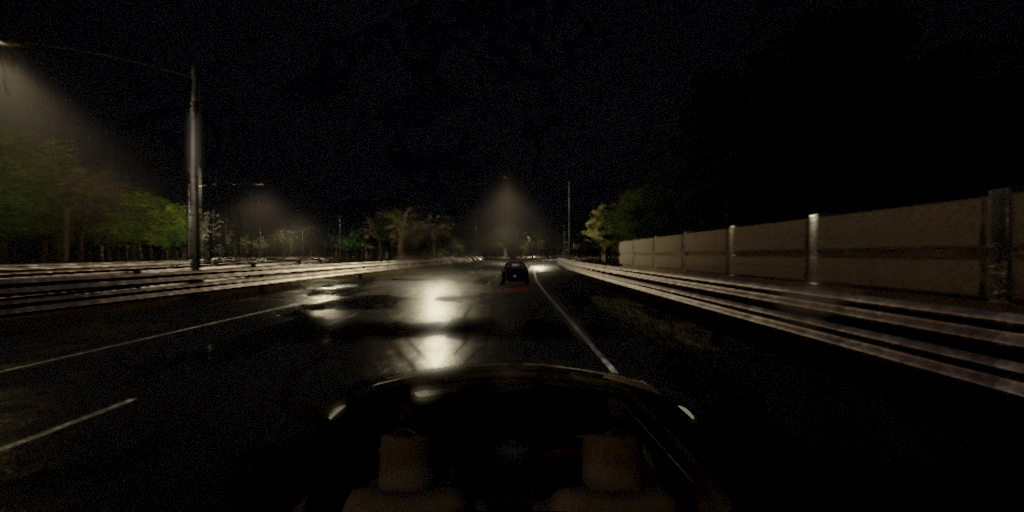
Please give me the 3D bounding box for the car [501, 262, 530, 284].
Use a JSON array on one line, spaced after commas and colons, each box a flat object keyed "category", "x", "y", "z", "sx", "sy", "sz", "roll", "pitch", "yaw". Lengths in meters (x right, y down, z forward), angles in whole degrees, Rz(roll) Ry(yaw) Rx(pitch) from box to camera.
[{"category": "car", "x": 0.253, "y": 1.136, "z": 25.542, "sx": 1.882, "sy": 1.535, "sz": 5.008, "roll": 0, "pitch": 0, "yaw": 1}]
